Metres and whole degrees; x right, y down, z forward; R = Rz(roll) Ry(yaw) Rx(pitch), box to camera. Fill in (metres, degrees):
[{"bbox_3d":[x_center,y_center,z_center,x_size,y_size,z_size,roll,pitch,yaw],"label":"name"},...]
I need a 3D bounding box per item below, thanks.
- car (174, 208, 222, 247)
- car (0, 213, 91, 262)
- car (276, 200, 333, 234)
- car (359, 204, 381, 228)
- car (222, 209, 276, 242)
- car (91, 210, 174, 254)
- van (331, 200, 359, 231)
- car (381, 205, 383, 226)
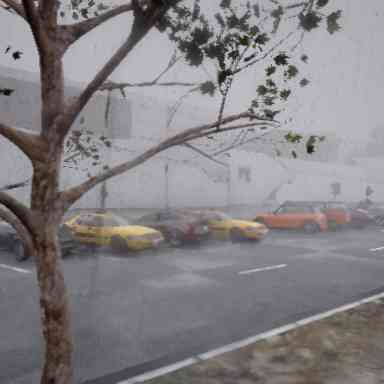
[{"bbox_3d":[-1.315,1.622,15.721,4.792,1.488,2.163,-1,-1,34],"label":"car"},{"bbox_3d":[-6.145,1.557,12.241,4.674,1.452,2.002,-1,-1,35],"label":"car"},{"bbox_3d":[6.023,1.580,20.885,4.553,1.767,2.185,-1,-1,34],"label":"car"},{"bbox_3d":[10.861,1.804,24.362,4.674,1.452,2.002,-1,-1,35],"label":"car"},{"bbox_3d":[1.294,1.627,17.336,5.366,1.575,1.946,-1,-2,35],"label":"car"},{"bbox_3d":[-3.564,1.548,13.873,5.366,1.575,1.946,-1,-1,34],"label":"car"},{"bbox_3d":[8.533,1.512,22.580,4.442,1.987,1.878,-1,-2,35],"label":"van"},{"bbox_3d":[13.263,1.819,26.113,4.792,1.488,2.163,-1,-1,35],"label":"car"}]
